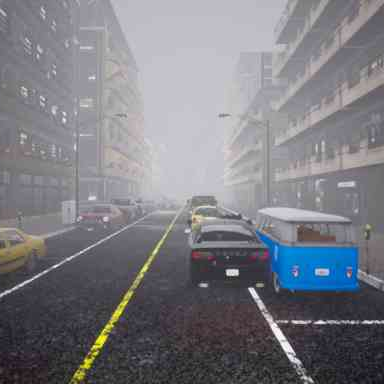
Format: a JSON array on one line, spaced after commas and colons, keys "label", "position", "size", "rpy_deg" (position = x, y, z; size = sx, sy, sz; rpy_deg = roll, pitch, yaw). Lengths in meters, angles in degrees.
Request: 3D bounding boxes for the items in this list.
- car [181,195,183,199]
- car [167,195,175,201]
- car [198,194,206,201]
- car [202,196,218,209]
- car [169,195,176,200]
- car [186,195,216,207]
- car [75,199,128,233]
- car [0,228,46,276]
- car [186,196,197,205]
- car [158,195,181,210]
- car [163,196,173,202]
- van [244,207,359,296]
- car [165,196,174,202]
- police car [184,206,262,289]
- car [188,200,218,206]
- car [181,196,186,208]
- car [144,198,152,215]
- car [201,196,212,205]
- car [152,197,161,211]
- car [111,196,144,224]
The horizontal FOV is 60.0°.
[{"label": "car", "position": [-2.815, 1.528, 84.394], "size": [1.812, 1.442, 4.674], "rpy_deg": [0, 0, 0]}, {"label": "car", "position": [-5.373, 1.584, 86.074], "size": [1.802, 1.307, 4.206], "rpy_deg": [1, 0, 0]}, {"label": "car", "position": [2.509, 1.442, 86.101], "size": [1.967, 1.590, 4.097], "rpy_deg": [1, 0, 0]}, {"label": "car", "position": [2.539, 1.445, 47.258], "size": [1.967, 1.590, 4.097], "rpy_deg": [1, 0, 0]}, {"label": "car", "position": [-5.377, 1.583, 91.623], "size": [1.802, 1.307, 4.206], "rpy_deg": [1, 0, 0]}, {"label": "car", "position": [0.806, 1.228, 25.245], "size": [2.150, 2.045, 5.566], "rpy_deg": [0, 0, 0]}, {"label": "car", "position": [-5.319, 1.443, 19.486], "size": [1.967, 1.590, 4.097], "rpy_deg": [1, 0, 0]}, {"label": "car", "position": [-5.311, 1.527, 8.218], "size": [1.752, 1.417, 4.829], "rpy_deg": [1, 0, 0]}, {"label": "car", "position": [-0.046, 1.482, 59.319], "size": [1.882, 1.535, 5.008], "rpy_deg": [0, 0, 0]}, {"label": "car", "position": [-2.882, 1.496, 42.521], "size": [2.128, 1.511, 4.902], "rpy_deg": [0, 0, 0]}, {"label": "car", "position": [-5.364, 1.554, 74.976], "size": [2.008, 1.369, 4.403], "rpy_deg": [1, 0, 0]}, {"label": "van", "position": [2.571, 1.342, 8.414], "size": [1.690, 1.788, 3.998], "rpy_deg": [1, 0, 0]}, {"label": "car", "position": [-5.368, 1.568, 80.525], "size": [1.947, 1.339, 4.313], "rpy_deg": [1, 0, 0]}, {"label": "police car", "position": [0.819, 1.427, 9.323], "size": [1.930, 1.638, 5.238], "rpy_deg": [0, 0, 0]}, {"label": "car", "position": [0.811, 1.458, 19.404], "size": [1.801, 1.575, 5.366], "rpy_deg": [0, 0, 0]}, {"label": "car", "position": [-0.021, 1.552, 45.789], "size": [2.033, 1.411, 5.357], "rpy_deg": [0, 0, 0]}, {"label": "car", "position": [-5.326, 1.319, 30.584], "size": [2.192, 1.841, 5.009], "rpy_deg": [1, 0, 0]}, {"label": "car", "position": [2.530, 1.530, 58.526], "size": [1.752, 1.417, 4.829], "rpy_deg": [1, 0, 0]}, {"label": "car", "position": [-5.338, 1.586, 41.682], "size": [1.802, 1.307, 4.206], "rpy_deg": [1, 0, 0]}, {"label": "car", "position": [-5.322, 1.318, 25.035], "size": [2.192, 1.841, 5.009], "rpy_deg": [1, 0, 0]}]
